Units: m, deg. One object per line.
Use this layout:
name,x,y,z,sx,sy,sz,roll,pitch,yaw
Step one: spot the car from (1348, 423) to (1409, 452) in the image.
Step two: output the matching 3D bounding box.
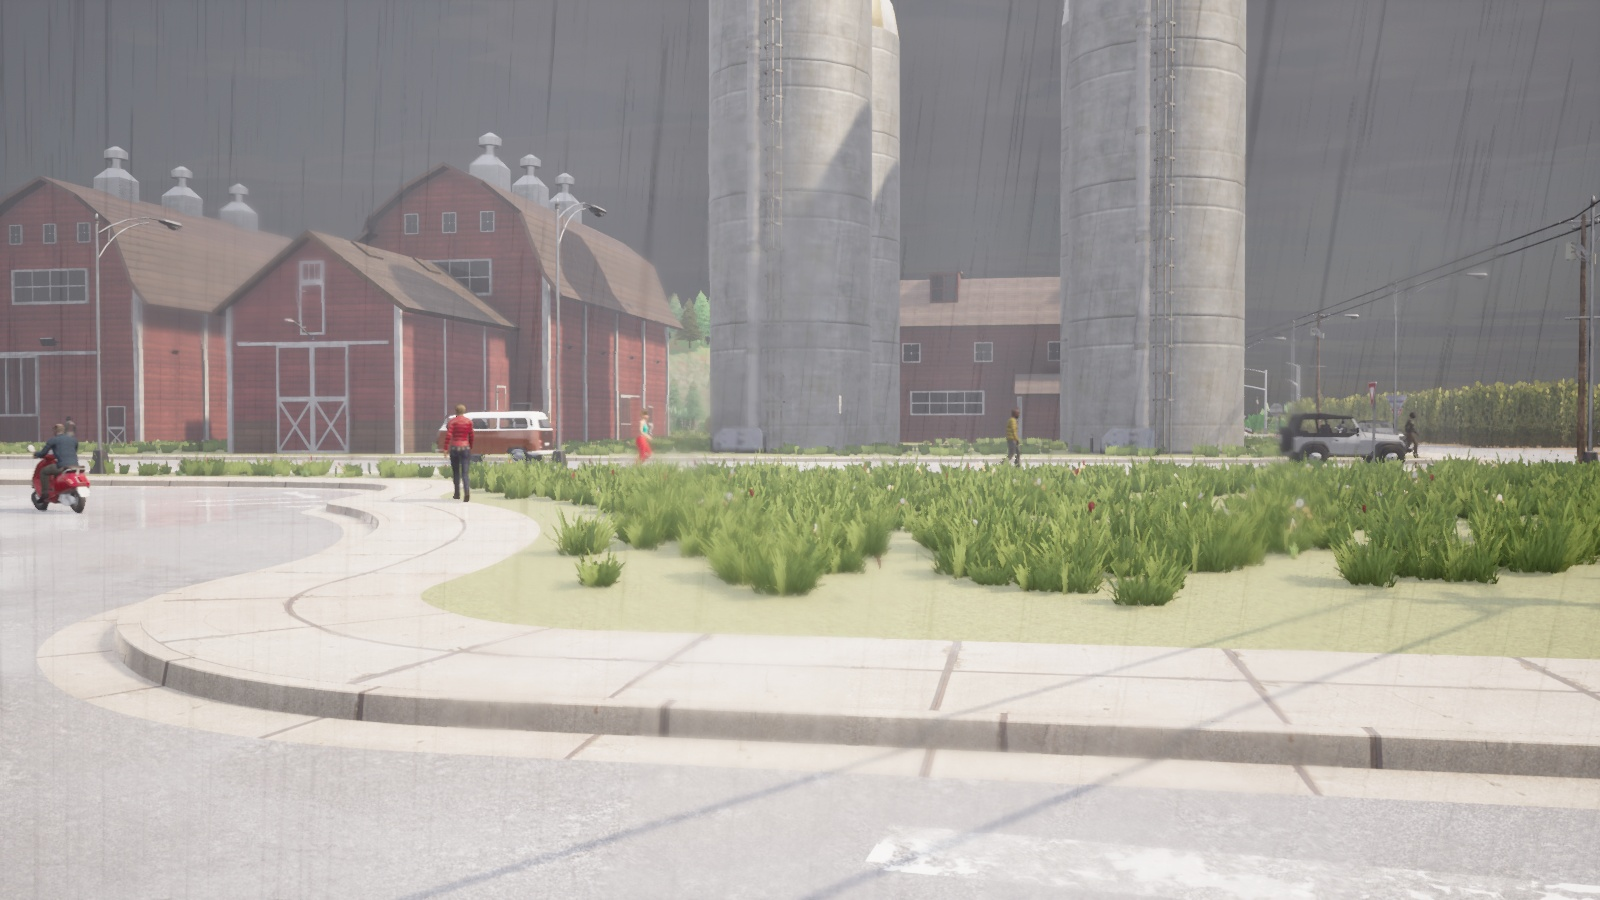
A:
car,34.751,-0.771,75.584,2.242,1.667,4.611,1,1,11

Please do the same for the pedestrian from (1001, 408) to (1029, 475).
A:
pedestrian,5.921,-0.233,34.641,0.726,1.835,0.370,0,1,6

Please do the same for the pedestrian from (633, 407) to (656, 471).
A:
pedestrian,-4.463,-0.320,36.087,0.594,1.836,0.345,0,1,7

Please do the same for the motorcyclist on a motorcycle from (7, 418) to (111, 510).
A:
motorcyclist on a motorcycle,-13.263,0.225,22.465,1.817,1.590,0.866,1,2,34

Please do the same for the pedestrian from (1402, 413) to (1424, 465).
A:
pedestrian,23.046,-0.411,47.213,0.692,1.930,0.395,1,1,19

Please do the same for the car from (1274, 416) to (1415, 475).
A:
car,17.730,-0.166,41.050,3.866,1.878,1.905,0,1,10

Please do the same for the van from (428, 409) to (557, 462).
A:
van,-12.136,-0.587,49.676,4.480,2.038,2.069,1,1,10

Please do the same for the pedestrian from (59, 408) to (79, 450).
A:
pedestrian,-33.963,-0.960,58.342,0.666,1.930,0.402,1,1,11

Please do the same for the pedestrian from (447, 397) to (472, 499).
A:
pedestrian,-6.225,-0.046,22.943,0.331,1.846,0.636,0,1,-26
